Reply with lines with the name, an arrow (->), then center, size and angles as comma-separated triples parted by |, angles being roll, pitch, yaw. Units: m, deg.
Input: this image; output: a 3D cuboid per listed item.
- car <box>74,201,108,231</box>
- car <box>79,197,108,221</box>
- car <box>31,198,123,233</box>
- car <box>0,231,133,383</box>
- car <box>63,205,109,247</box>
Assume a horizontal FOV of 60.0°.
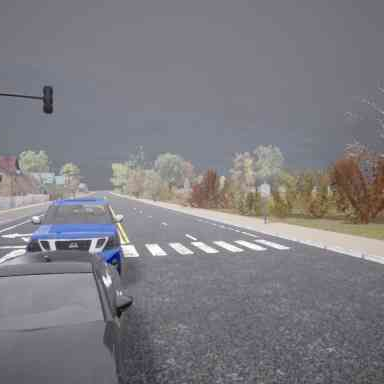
car -> -6.554, 1.468, 21.839 | 1.882, 1.535, 5.008 | 0, 0, -15
car -> -8.103, 1.338, 27.575 | 2.097, 1.767, 4.553 | 0, 0, -15
car -> -3.352, 1.218, 10.015 | 2.150, 2.045, 5.566 | 0, 0, -15
car -> -1.725, 1.524, 3.923 | 1.812, 1.442, 4.674 | 0, 0, -13
car -> -4.997, 1.499, 16.090 | 1.837, 1.490, 4.892 | 0, 0, -15
